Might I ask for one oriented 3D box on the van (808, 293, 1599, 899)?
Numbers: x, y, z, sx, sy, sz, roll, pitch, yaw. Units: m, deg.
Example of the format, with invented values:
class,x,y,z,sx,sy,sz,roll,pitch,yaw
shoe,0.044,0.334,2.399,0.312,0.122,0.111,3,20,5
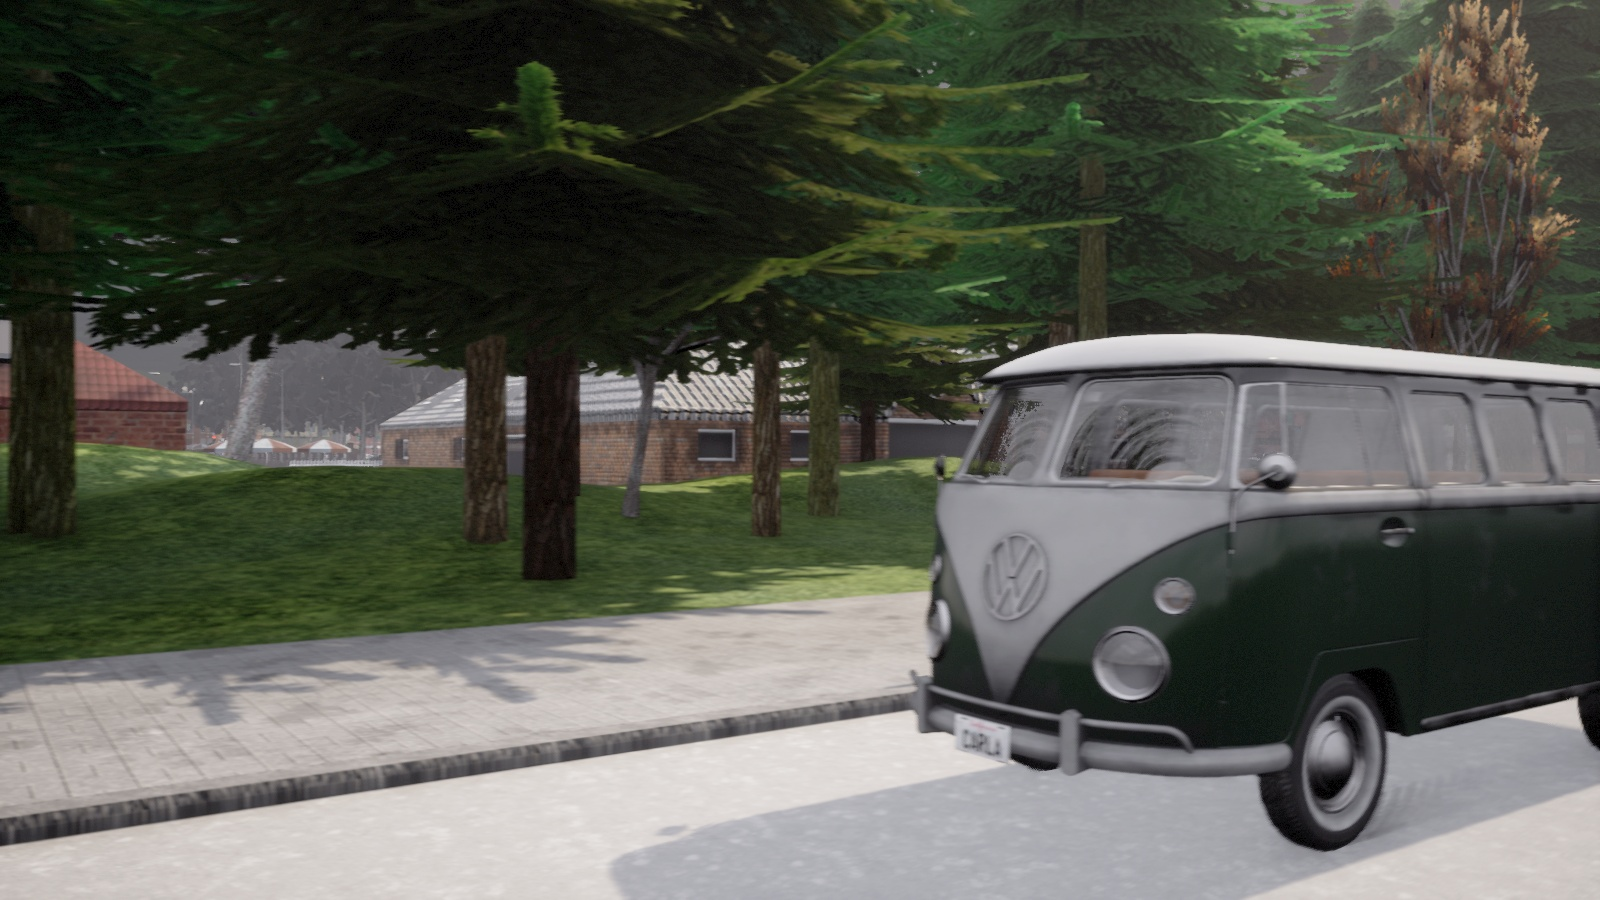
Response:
class,x,y,z,sx,sy,sz,roll,pitch,yaw
van,2.365,0.508,5.915,4.442,1.987,1.775,0,0,-35
